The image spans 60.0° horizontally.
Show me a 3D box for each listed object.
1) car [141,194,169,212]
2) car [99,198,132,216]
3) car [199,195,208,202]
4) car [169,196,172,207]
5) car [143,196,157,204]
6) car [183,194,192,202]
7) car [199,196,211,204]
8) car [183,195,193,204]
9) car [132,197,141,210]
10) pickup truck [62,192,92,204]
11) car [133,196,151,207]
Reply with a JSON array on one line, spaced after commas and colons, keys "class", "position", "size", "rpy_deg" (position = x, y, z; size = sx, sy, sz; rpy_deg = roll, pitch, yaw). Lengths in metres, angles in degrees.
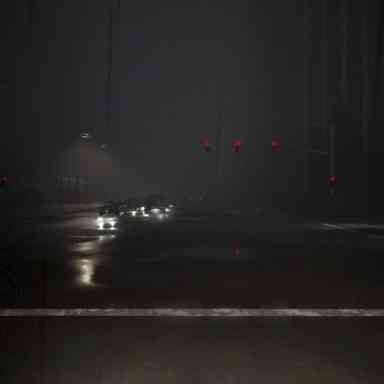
[{"class": "car", "position": [-4.190, 1.221, 38.443], "size": [2.150, 2.045, 5.566], "rpy_deg": [0, 0, -1]}, {"class": "car", "position": [-7.707, 1.491, 32.809], "size": [2.128, 1.511, 4.902], "rpy_deg": [0, 0, 2]}, {"class": "car", "position": [2.538, 1.524, 75.124], "size": [1.812, 1.442, 4.674], "rpy_deg": [0, 0, -1]}, {"class": "car", "position": [-4.285, 1.601, 48.390], "size": [1.895, 1.301, 4.718], "rpy_deg": [0, 0, -1]}, {"class": "car", "position": [-7.886, 1.477, 62.662], "size": [1.882, 1.535, 5.008], "rpy_deg": [0, 0, 0]}, {"class": "car", "position": [-0.964, 1.355, 75.368], "size": [2.097, 1.767, 4.553], "rpy_deg": [0, 0, -1]}, {"class": "car", "position": [2.742, 1.491, 64.740], "size": [2.128, 1.511, 4.902], "rpy_deg": [0, 0, -1]}, {"class": "car", "position": [-0.752, 1.600, 64.074], "size": [1.895, 1.301, 4.718], "rpy_deg": [0, 0, 0]}, {"class": "car", "position": [-7.729, 1.478, 42.111], "size": [1.882, 1.535, 5.008], "rpy_deg": [0, 0, -1]}, {"class": "pickup truck", "position": [-20.932, 1.059, 59.956], "size": [2.390, 2.098, 6.274], "rpy_deg": [0, 0, 30]}, {"class": "car", "position": [-7.828, 1.491, 52.495], "size": [2.128, 1.511, 4.902], "rpy_deg": [0, 0, -1]}]
